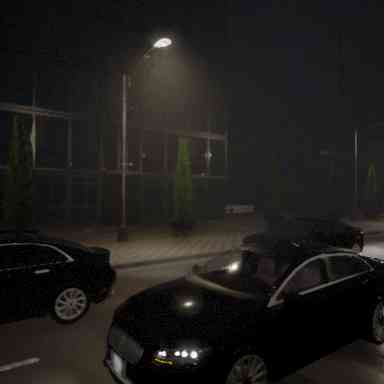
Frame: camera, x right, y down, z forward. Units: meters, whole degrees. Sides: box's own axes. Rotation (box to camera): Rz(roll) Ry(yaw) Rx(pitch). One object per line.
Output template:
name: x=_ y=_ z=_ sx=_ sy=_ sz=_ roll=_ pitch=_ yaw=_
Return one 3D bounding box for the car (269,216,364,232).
car: x=3.840 y=1.590 z=11.184 sx=5.008 sy=1.535 sz=1.882 roll=1 pitch=-1 yaw=-36

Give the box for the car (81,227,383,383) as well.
car: x=1.208 y=1.538 z=4.902 sx=4.902 sy=1.511 sz=2.128 roll=1 pitch=-1 yaw=-36

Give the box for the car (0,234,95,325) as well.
car: x=-3.725 y=1.528 z=5.628 sx=4.892 sy=1.490 sz=1.837 roll=1 pitch=-1 yaw=-36
